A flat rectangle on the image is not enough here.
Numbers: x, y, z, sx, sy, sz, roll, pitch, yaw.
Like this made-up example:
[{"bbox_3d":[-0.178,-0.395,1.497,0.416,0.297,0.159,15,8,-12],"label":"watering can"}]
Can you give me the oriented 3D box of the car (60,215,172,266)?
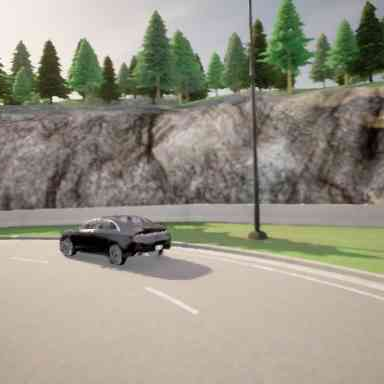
[{"bbox_3d":[-2.892,1.586,11.927,4.902,1.511,2.128,-2,0,40],"label":"car"}]
